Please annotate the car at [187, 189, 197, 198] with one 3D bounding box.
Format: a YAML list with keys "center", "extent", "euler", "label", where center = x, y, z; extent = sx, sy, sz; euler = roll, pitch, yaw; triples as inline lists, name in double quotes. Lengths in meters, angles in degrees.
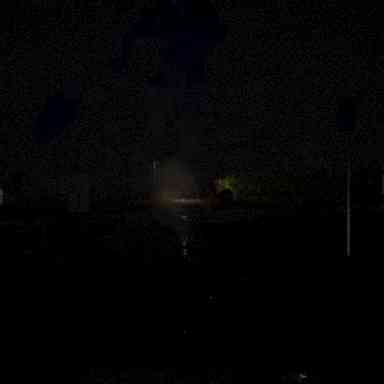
- center: [-0.002, 0.452, 75.978]
  extent: [1.837, 1.490, 4.892]
  euler: [0, 2, 0]
  label: "car"

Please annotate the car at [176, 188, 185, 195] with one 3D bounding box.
- center: [-2.753, -0.080, 80.551]
  extent: [1.837, 1.490, 4.892]
  euler: [0, 2, 0]
  label: "car"

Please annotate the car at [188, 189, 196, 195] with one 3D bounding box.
- center: [-0.002, -0.051, 86.383]
  extent: [2.033, 1.411, 5.357]
  euler: [0, 3, 0]
  label: "car"
